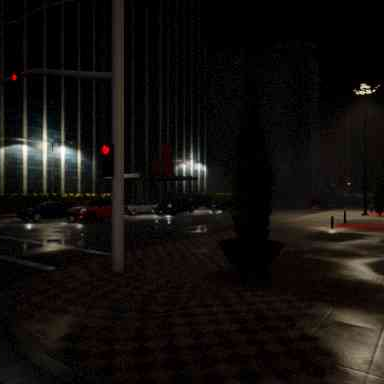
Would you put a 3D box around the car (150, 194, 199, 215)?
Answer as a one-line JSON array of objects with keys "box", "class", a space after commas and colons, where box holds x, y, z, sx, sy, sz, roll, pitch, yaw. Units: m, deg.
[{"box": [-1.731, 1.352, 34.126, 2.097, 1.767, 4.553, 0, 0, 35], "class": "car"}]

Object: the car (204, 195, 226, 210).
[{"box": [4.109, 1.491, 42.483, 2.128, 1.511, 4.902, 0, 0, 35], "class": "car"}]

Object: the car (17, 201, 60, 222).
[{"box": [-11.255, 1.478, 26.586, 1.882, 1.535, 5.008, 0, 0, 35], "class": "car"}]

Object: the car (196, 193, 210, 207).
[{"box": [0.538, 1.220, 43.484, 2.150, 2.045, 5.566, 0, 0, 35], "class": "car"}]

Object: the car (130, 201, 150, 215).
[{"box": [-5.593, 1.601, 34.712, 1.895, 1.301, 4.718, 0, 0, 35], "class": "car"}]

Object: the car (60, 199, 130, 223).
[{"box": [-7.420, 1.352, 25.965, 2.097, 1.767, 4.553, 0, 0, 35], "class": "car"}]

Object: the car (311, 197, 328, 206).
[{"box": [20.488, 1.505, 53.430, 1.837, 1.490, 4.892, 0, 0, 35], "class": "car"}]
